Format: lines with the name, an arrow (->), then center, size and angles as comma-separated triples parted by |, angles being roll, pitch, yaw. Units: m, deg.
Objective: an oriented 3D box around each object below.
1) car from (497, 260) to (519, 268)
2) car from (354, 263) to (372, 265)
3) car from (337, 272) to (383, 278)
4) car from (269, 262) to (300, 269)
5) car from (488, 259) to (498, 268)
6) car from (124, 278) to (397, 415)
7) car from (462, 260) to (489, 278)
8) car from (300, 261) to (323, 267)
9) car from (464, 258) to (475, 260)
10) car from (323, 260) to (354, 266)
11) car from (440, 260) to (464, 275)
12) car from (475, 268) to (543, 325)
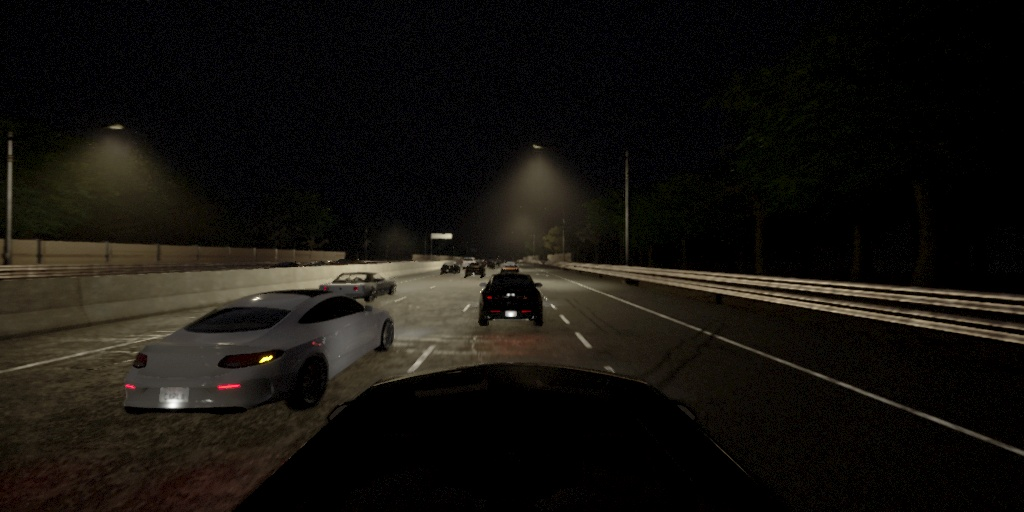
car -> -0.203, 1.449, 37.470 | 2.128, 1.511, 4.902 | 0, 0, 0
car -> -17.834, 1.517, 45.388 | 1.994, 1.385, 4.181 | 0, 0, 0
car -> -7.065, 1.410, 17.086 | 1.895, 1.301, 4.718 | 0, 0, 0
car -> -28.320, 1.442, 45.015 | 1.812, 1.442, 4.674 | 0, 0, 0
car -> -3.899, 1.630, 62.951 | 1.837, 1.490, 4.892 | 0, 0, 0
car -> -3.512, 1.287, 6.023 | 1.812, 1.442, 4.674 | 0, 0, 0
car -> -3.697, 1.447, 36.614 | 1.837, 1.490, 4.892 | 0, 0, 0
car -> -24.821, 1.431, 46.690 | 2.128, 1.511, 4.902 | 0, 0, 0
car -> -7.400, 1.334, 63.006 | 2.150, 2.045, 5.566 | 0, 0, 0
car -> -21.326, 1.293, 45.213 | 2.097, 1.767, 4.553 | 0, 0, 0
car -> -7.242, 1.461, 42.563 | 2.128, 1.511, 4.902 | 0, 0, 0
car -> -0.039, 1.310, 11.980 | 1.837, 1.490, 4.892 | 0, 0, 0
